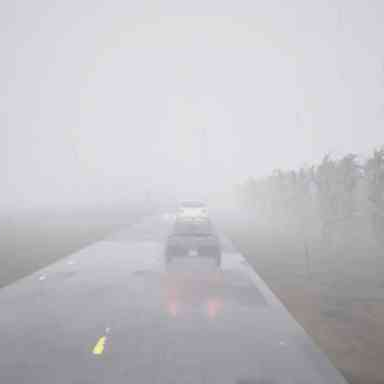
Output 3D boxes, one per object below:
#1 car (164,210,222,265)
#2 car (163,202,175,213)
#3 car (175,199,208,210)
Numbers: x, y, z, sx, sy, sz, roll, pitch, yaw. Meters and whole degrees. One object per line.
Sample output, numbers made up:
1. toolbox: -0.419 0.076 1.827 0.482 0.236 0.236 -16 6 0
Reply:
1. car: 0.048 1.655 12.374 2.128 1.511 4.902 0 -1 1
2. car: -2.775 2.146 45.449 2.128 1.511 4.902 0 -1 1
3. car: 0.044 1.578 26.267 2.150 2.045 5.566 0 -1 0
